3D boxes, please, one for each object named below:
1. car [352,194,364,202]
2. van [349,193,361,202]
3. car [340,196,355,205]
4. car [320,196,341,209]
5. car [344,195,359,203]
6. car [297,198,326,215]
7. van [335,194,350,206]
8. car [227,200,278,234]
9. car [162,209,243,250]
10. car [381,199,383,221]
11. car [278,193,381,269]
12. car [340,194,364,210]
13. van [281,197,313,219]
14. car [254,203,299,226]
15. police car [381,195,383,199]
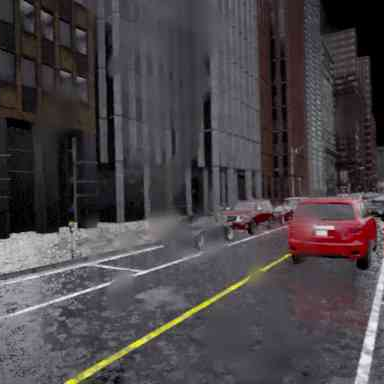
[{"bbox_3d":[36.190,1.210,72.586,1.967,1.590,4.097,-2,-1,32],"label":"car"},{"bbox_3d":[33.207,1.138,67.803,1.690,1.788,3.998,-2,-1,32],"label":"van"},{"bbox_3d":[27.162,1.378,58.089,1.752,1.417,4.829,-2,-1,32],"label":"car"},{"bbox_3d":[18.308,1.380,43.882,1.967,1.590,4.097,-2,-1,32],"label":"car"},{"bbox_3d":[30.232,1.375,63.016,2.008,1.369,4.403,-2,-1,32],"label":"car"},{"bbox_3d":[12.347,1.440,34.313,1.967,1.590,4.097,-2,-1,32],"label":"car"},{"bbox_3d":[24.266,1.222,53.451,1.690,1.788,3.998,-2,-1,32],"label":"van"},{"bbox_3d":[3.402,1.404,19.961,2.192,1.841,5.009,-2,-1,32],"label":"car"},{"bbox_3d":[0.429,1.685,15.175,1.947,1.339,4.313,-2,-1,32],"label":"car"},{"bbox_3d":[13.909,1.491,25.723,1.895,1.301,4.718,-2,-1,32],"label":"car"},{"bbox_3d":[4.953,1.202,11.367,2.150,2.045,5.566,-2,-1,32],"label":"car"},{"bbox_3d":[19.769,1.233,41.051,2.097,1.767,4.553,-2,0,32],"label":"car"},{"bbox_3d":[9.364,1.370,29.530,1.690,1.788,3.998,-2,-1,32],"label":"van"},{"bbox_3d":[6.389,1.604,24.744,1.887,1.381,4.507,-2,-1,32],"label":"car"},{"bbox_3d":[22.404,1.232,39.556,1.930,1.638,5.238,-2,-1,32],"label":"police car"}]
